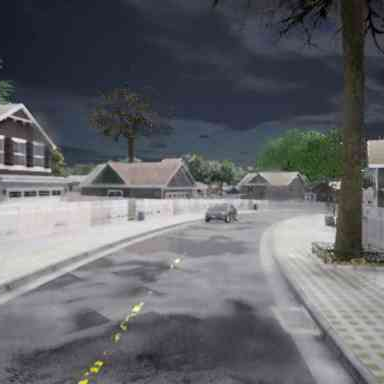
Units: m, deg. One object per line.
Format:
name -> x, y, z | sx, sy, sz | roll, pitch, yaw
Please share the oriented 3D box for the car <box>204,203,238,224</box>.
car -> 2.490, 1.711, 27.458 | 1.837, 1.490, 4.892 | 1, -1, 21
